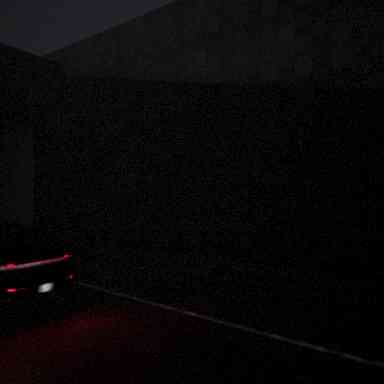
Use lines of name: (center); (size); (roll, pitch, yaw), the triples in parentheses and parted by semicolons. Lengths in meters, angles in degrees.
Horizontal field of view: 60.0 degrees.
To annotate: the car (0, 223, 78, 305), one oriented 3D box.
car: (-4.519, 1.429, 7.215); (4.902, 1.511, 2.128); (1, 0, 36)
